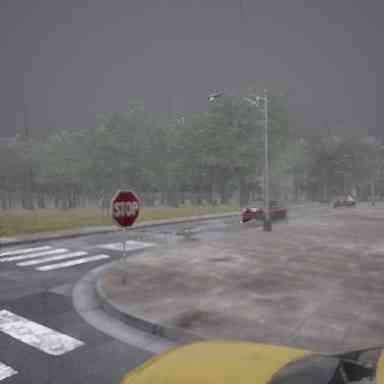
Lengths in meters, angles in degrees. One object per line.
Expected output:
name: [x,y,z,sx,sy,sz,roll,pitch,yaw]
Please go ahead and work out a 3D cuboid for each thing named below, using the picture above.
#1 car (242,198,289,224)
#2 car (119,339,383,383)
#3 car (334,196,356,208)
car: [5.518,1.298,24.530,2.097,1.767,4.553,-1,0,36]
car: [1.411,1.523,1.802,4.829,1.417,1.752,-1,0,35]
car: [21.503,1.298,46.677,2.097,1.767,4.553,-1,-1,36]
